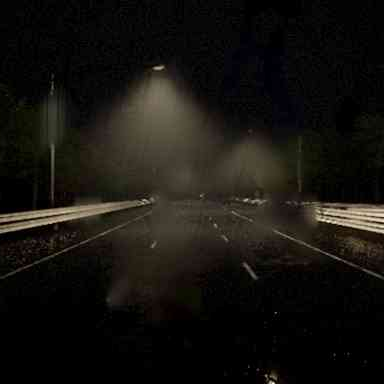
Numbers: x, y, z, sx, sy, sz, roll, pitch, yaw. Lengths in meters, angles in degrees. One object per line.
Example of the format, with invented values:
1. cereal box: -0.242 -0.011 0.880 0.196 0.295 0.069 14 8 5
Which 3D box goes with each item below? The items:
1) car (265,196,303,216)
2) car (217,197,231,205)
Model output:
1. car: 10.639 1.455 38.672 2.150 2.045 5.566 0 0 -16
2. car: 6.991 1.940 68.683 2.033 1.411 5.357 0 0 0
